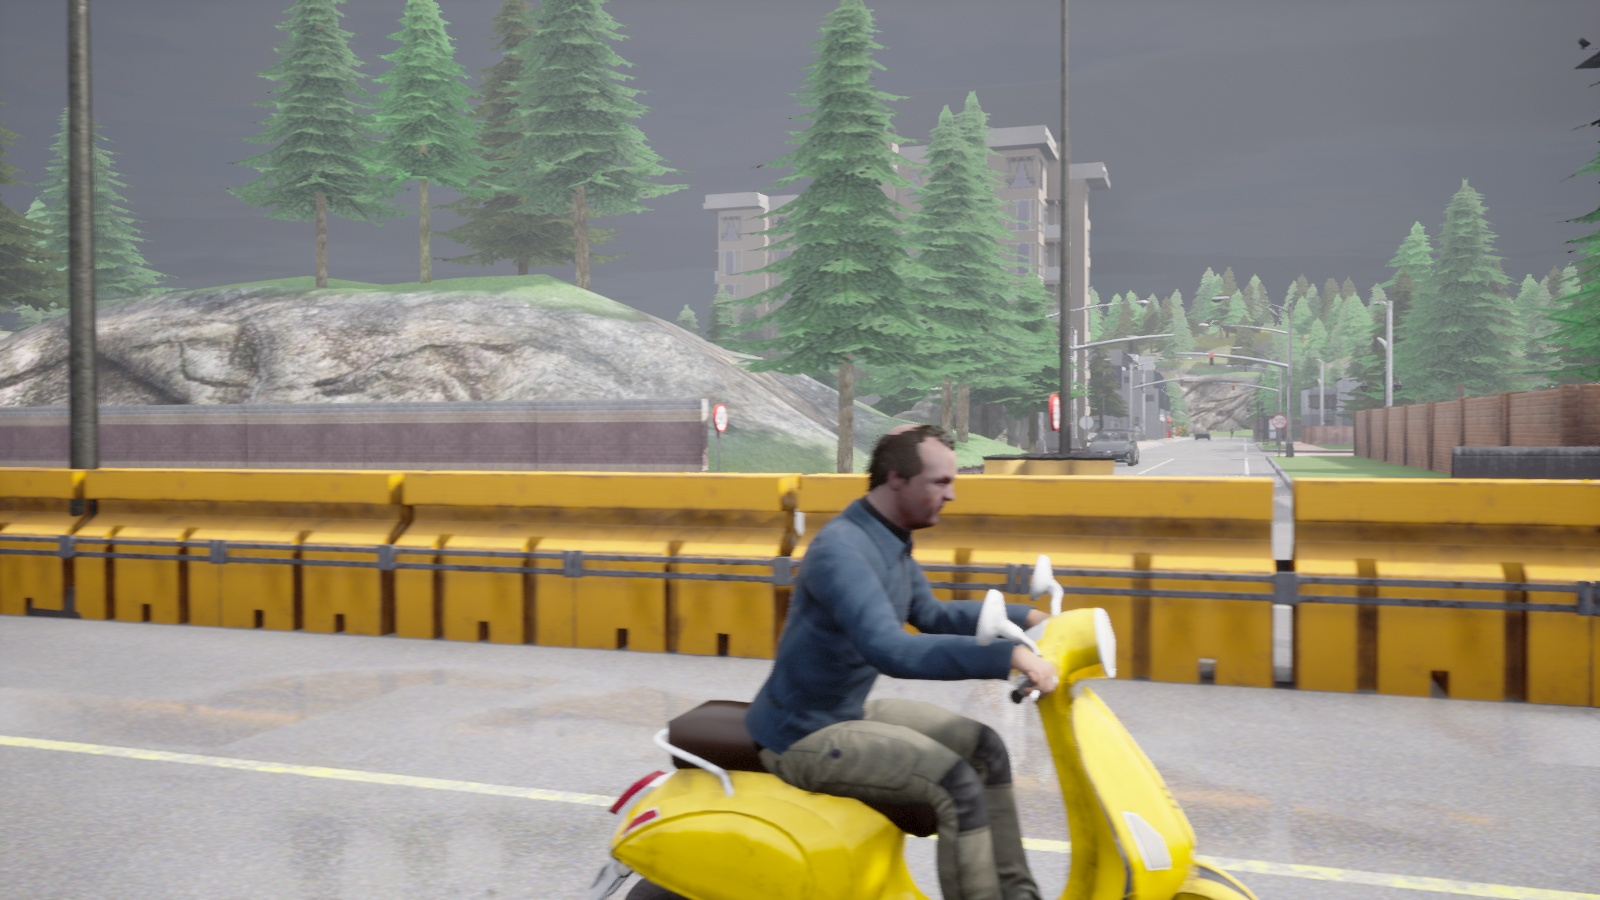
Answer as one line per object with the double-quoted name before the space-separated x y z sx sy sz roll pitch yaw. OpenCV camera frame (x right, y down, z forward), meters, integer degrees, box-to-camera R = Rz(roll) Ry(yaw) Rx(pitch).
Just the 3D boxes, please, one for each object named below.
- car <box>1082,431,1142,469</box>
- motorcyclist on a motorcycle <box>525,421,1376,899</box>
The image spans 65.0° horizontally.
"car" 13.082 -0.038 52.502 2.007 1.525 4.514 1 1 19
"motorcyclist on a motorcycle" 0.354 0.732 3.074 1.817 1.590 0.866 1 1 19
